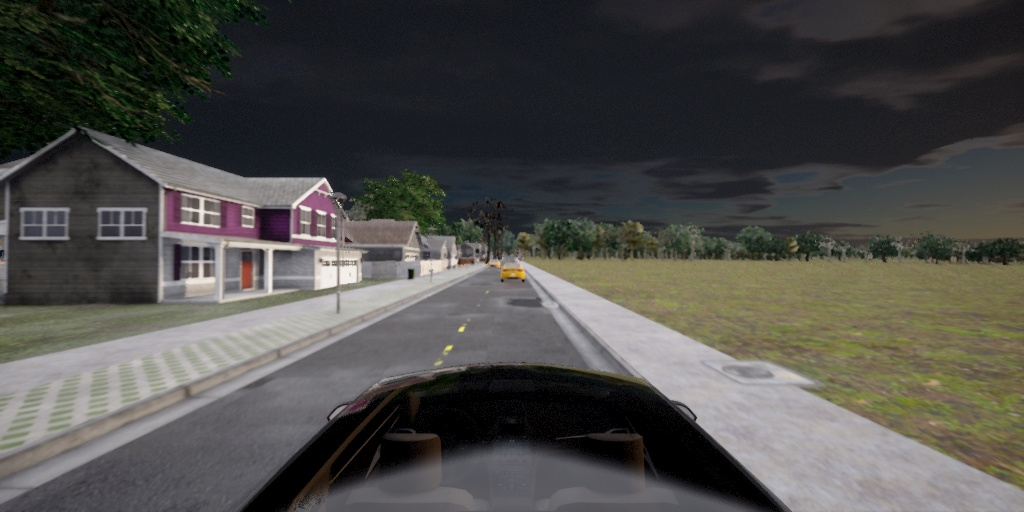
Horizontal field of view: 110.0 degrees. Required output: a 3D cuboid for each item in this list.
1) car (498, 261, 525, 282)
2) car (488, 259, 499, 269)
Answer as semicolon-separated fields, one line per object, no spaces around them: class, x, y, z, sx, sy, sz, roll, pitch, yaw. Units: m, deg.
car;0.071;1.267;29.716;1.882;1.535;5.008;0;0;0
car;-2.853;1.296;58.317;1.882;1.535;5.008;0;0;0
